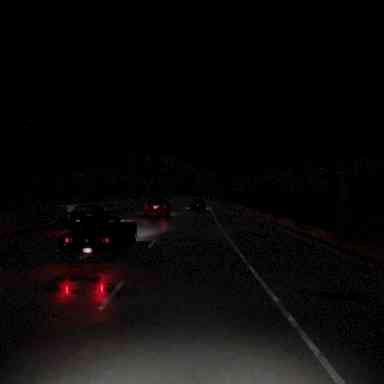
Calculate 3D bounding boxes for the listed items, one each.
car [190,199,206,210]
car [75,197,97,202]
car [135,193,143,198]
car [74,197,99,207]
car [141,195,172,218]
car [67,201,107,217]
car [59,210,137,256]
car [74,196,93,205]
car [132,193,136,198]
[{"bbox_3d":[0.757,1.590,42.866,1.994,1.385,4.181,0,0,2],"label":"car"},{"bbox_3d":[-13.475,1.625,41.640,1.895,1.301,4.718,0,0,2],"label":"car"},{"bbox_3d":[-12.160,1.584,84.072,2.128,1.511,4.902,0,0,2],"label":"car"},{"bbox_3d":[-16.624,1.578,52.660,2.033,1.411,5.357,0,0,2],"label":"car"},{"bbox_3d":[-3.083,1.370,30.727,2.097,1.767,4.553,0,0,1],"label":"car"},{"bbox_3d":[-6.790,1.539,22.112,1.812,1.442,4.674,0,0,1],"label":"car"},{"bbox_3d":[-3.391,1.609,13.063,1.895,1.301,4.718,0,0,0],"label":"car"},{"bbox_3d":[-19.849,1.561,60.985,1.812,1.442,4.674,0,0,2],"label":"car"},{"bbox_3d":[-15.398,1.049,93.212,2.097,1.767,4.553,0,0,2],"label":"car"}]
